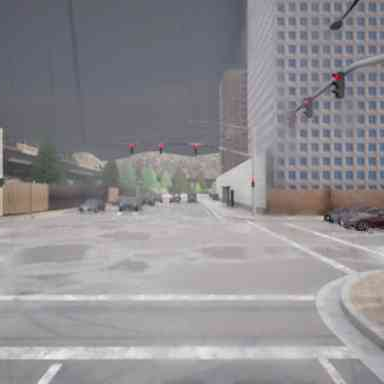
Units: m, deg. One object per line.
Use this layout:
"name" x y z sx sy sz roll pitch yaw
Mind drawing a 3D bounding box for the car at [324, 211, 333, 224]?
"car" 11.425 1.612 23.071 4.181 1.385 1.994 0 0 0

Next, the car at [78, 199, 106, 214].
"car" -10.589 1.480 35.535 2.128 1.511 4.902 0 0 0

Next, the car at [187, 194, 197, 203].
"car" 0.007 1.581 66.165 1.895 1.301 4.718 0 0 0

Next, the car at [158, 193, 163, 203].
"car" -6.996 1.193 66.364 2.150 2.045 5.566 0 1 0

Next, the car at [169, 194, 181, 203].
"car" -3.493 1.581 66.167 1.895 1.301 4.718 0 0 0

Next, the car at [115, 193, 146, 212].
"car" -7.083 1.340 38.674 2.097 1.767 4.553 0 0 0

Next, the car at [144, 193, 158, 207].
"car" -7.055 1.199 51.699 2.150 2.045 5.566 0 1 1

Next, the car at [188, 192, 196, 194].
"car" 0.008 1.030 76.388 2.150 2.045 5.566 0 0 0

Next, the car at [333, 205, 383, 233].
"car" 11.159 1.575 19.555 4.674 1.442 1.812 0 0 0

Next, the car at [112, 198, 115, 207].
"car" -10.571 1.336 50.053 2.097 1.767 4.553 0 0 0

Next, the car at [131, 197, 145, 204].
"car" -10.506 1.580 65.332 1.895 1.301 4.718 0 0 0

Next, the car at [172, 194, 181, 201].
"car" -3.492 1.282 76.360 1.882 1.535 5.008 0 0 0
